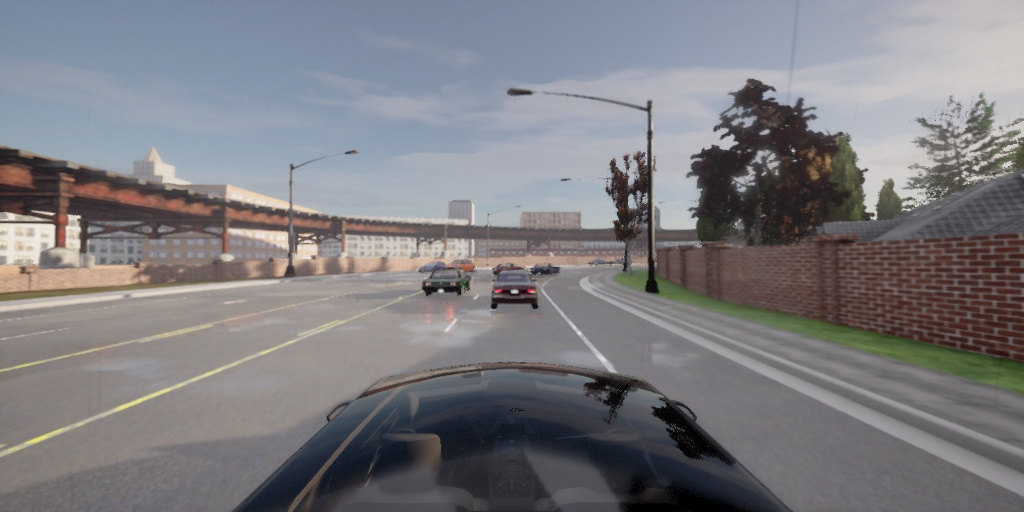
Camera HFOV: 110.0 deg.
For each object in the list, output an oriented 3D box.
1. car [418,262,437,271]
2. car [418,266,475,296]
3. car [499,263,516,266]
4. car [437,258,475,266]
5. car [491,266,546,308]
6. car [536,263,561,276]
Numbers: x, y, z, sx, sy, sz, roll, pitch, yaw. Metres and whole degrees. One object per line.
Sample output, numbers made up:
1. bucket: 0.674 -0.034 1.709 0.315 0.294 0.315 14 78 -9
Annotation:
1. car: -9.140 1.379 42.453 1.812 1.442 4.674 -1 0 23
2. car: -3.339 1.383 19.458 1.895 1.301 4.718 0 0 2
3. car: -0.216 1.370 36.798 1.895 1.301 4.718 -1 0 21
4. car: -6.017 1.175 40.827 2.097 1.767 4.553 0 0 23
5. car: 0.100 1.323 15.312 2.033 1.411 5.357 0 0 0
6. car: 3.546 1.338 36.669 1.895 1.301 4.718 -1 0 24
